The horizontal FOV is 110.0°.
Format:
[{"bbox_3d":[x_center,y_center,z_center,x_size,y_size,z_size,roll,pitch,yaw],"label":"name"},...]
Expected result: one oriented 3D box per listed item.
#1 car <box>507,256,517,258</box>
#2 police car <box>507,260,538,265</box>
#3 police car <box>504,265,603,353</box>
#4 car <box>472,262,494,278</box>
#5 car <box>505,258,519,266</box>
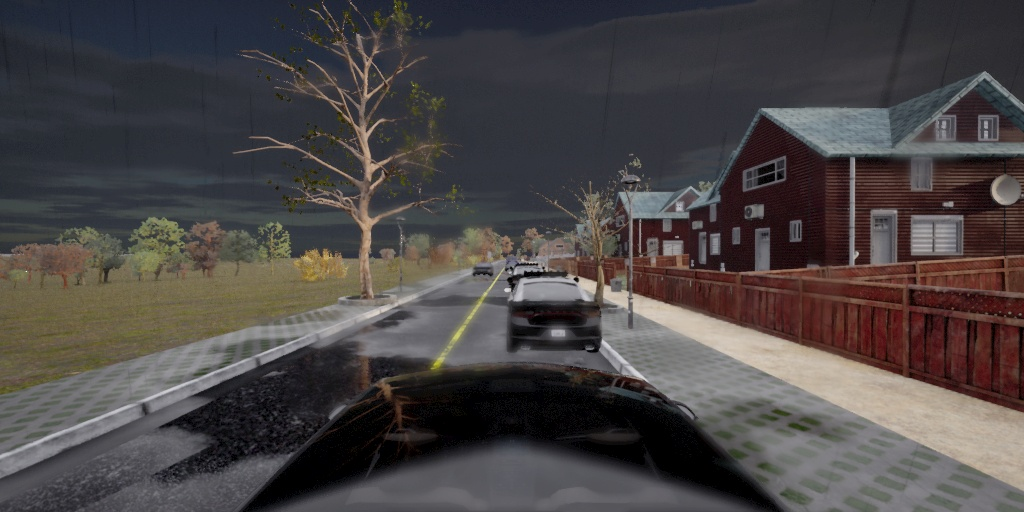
[{"bbox_3d":[0.051,1.018,62.035,2.150,2.045,5.566,0,0,0],"label":"car"},{"bbox_3d":[0.839,1.181,18.998,1.930,1.638,5.238,0,0,0],"label":"police car"},{"bbox_3d":[0.831,1.177,8.997,1.930,1.638,5.238,0,0,0],"label":"police car"},{"bbox_3d":[-2.723,1.313,34.889,2.033,1.411,5.357,0,0,0],"label":"car"},{"bbox_3d":[0.077,1.342,47.271,1.994,1.385,4.181,0,0,0],"label":"car"}]
